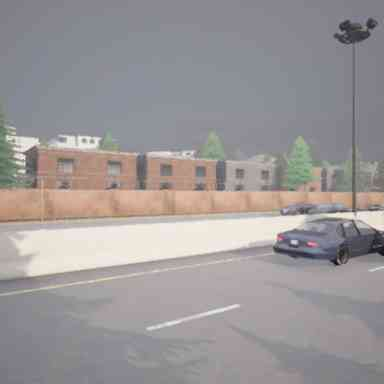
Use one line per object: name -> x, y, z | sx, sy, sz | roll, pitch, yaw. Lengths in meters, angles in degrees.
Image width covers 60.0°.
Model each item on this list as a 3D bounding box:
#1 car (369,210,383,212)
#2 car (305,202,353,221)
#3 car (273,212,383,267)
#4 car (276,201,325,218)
car -> 14.634, 1.743, 27.373 | 4.181, 1.385, 1.994 | 0, 0, -36
car -> 12.483, 1.710, 30.138 | 4.674, 1.442, 1.812 | 0, 0, -36
car -> 5.220, 1.621, 11.791 | 5.357, 1.411, 2.033 | 0, 0, -36
car -> 10.914, 1.685, 33.317 | 4.902, 1.511, 2.128 | 0, 0, -36
